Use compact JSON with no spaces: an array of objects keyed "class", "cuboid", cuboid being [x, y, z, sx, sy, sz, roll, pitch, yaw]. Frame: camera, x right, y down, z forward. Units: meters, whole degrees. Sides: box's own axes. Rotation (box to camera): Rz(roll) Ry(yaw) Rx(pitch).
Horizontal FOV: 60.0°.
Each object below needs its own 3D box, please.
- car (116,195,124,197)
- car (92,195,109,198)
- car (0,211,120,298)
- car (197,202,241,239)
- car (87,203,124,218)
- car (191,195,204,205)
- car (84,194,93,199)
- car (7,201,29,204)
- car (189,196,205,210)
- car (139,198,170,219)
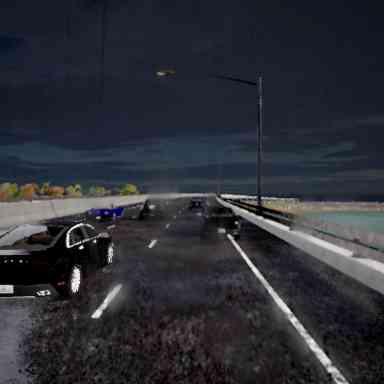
[{"class":"car","cuboid":[-15.806,1.360,73.403,2.033,1.411,5.357,0,0,2]},{"class":"car","cuboid":[-19.339,1.384,72.732,2.033,1.411,5.357,0,0,2]},{"class":"car","cuboid":[-3.357,1.481,8.423,1.837,1.490,4.892,0,1,0]},{"class":"car","cuboid":[1.340,1.460,16.994,1.837,1.490,4.892,0,0,1]},{"class":"car","cuboid":[-6.650,1.534,26.018,1.895,1.301,4.718,0,0,1]},{"class":"car","cuboid":[1.012,1.370,55.817,2.128,1.511,4.902,0,0,2]},{"class":"car","cuboid":[-22.737,1.301,75.099,1.882,1.535,5.008,0,0,2]},{"class":"car","cuboid":[-17.218,1.522,32.634,1.895,1.301,4.718,0,0,1]},{"class":"car","cuboid":[0.641,1.447,41.629,2.033,1.411,5.357,0,0,2]},{"class":"car","cuboid":[-3.104,1.279,28.336,2.097,1.767,4.553,0,0,1]}]
